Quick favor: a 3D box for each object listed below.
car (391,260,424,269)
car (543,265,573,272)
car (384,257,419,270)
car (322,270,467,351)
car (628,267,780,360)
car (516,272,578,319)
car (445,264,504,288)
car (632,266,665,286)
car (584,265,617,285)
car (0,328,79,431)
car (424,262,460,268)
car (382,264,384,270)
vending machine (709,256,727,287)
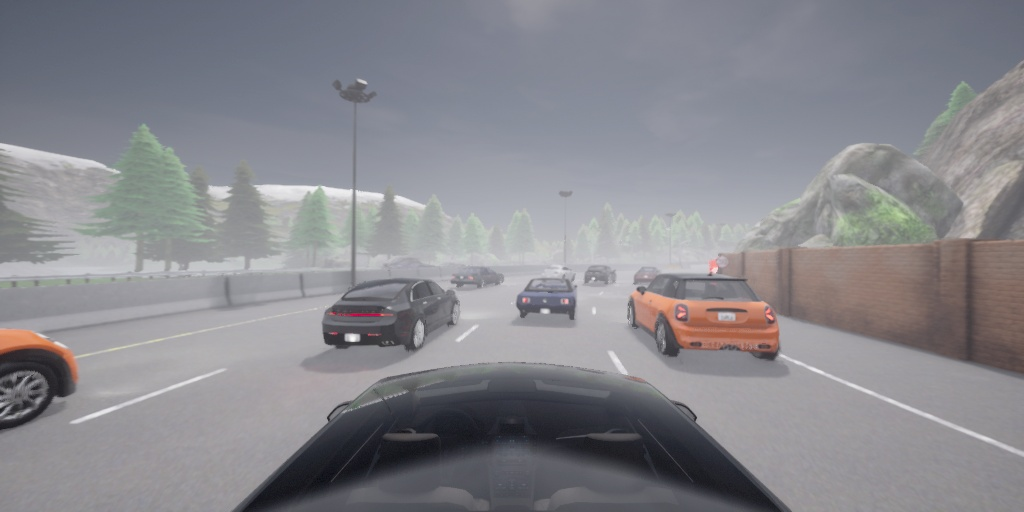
[{"bbox_3d":[-10.677,1.504,40.706,2.033,1.411,5.357,0,0,29],"label":"car"},{"bbox_3d":[4.009,1.507,30.693,1.812,1.442,4.674,0,-1,27],"label":"car"},{"bbox_3d":[-12.759,1.318,43.905,2.097,1.767,4.553,0,-1,31],"label":"car"},{"bbox_3d":[-2.718,1.291,9.150,1.837,1.490,4.892,0,0,7],"label":"car"},{"bbox_3d":[4.301,1.180,8.849,2.097,1.767,4.553,0,0,7],"label":"car"},{"bbox_3d":[1.471,1.442,13.316,1.895,1.301,4.718,0,0,11],"label":"car"},{"bbox_3d":[-2.302,1.449,25.245,2.033,1.411,5.357,0,0,21],"label":"car"},{"bbox_3d":[11.314,1.584,29.476,1.994,1.385,4.181,0,0,29],"label":"car"},{"bbox_3d":[7.313,1.498,29.452,1.837,1.490,4.892,0,-1,27],"label":"car"},{"bbox_3d":[-6.713,1.065,2.728,2.097,1.767,4.553,0,0,1],"label":"car"},{"bbox_3d":[-7.028,1.466,39.950,2.128,1.511,4.902,0,0,30],"label":"car"},{"bbox_3d":[-14.586,1.203,47.762,2.150,2.045,5.566,0,-1,32],"label":"car"},{"bbox_3d":[15.244,1.222,26.791,1.100,2.100,0.880,0,0,29],"label":"vending machine"}]
